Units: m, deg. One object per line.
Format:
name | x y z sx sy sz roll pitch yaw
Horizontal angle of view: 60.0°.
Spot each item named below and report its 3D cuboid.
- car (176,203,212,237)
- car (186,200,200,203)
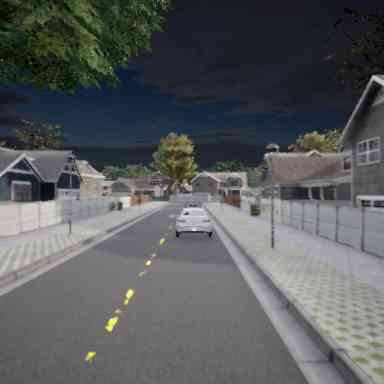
car | 0.103 1.532 18.034 1.812 1.442 4.674 0 0 0
car | 0.102 1.617 39.429 1.895 1.301 4.718 0 0 0
